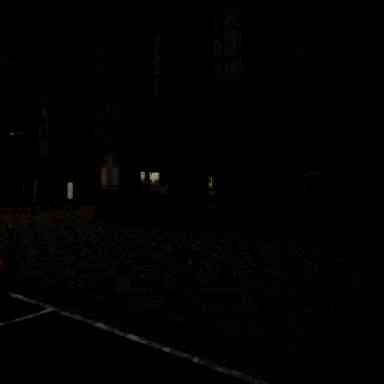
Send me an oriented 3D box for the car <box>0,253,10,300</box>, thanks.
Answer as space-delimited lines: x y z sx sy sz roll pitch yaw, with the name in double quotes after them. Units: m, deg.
-5.678 1.432 7.010 4.097 1.590 1.967 0 0 35 "car"
